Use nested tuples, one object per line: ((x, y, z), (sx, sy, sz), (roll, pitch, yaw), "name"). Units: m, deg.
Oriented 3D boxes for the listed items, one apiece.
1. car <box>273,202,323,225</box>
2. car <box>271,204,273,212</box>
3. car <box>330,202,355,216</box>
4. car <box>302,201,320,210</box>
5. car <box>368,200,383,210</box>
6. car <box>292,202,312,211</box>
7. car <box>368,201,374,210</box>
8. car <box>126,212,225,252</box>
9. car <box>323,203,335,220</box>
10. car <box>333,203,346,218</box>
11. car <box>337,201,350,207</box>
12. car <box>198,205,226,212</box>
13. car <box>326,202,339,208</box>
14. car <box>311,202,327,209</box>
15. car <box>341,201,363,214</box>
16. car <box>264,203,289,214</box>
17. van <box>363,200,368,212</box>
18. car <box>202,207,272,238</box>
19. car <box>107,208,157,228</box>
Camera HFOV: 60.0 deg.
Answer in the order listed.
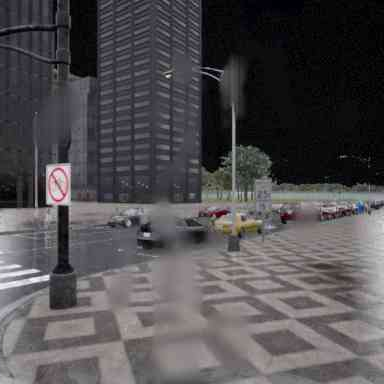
((9.242, 1.790, 28.685), (2.192, 1.841, 5.009), (-1, -2, 35), "car")
((8.858, 2.208, 42.824), (2.008, 1.369, 4.403), (-1, -2, 35), "car")
((19.072, 2.303, 42.465), (1.887, 1.381, 4.507), (-1, -2, 35), "car")
((21.963, 2.474, 61.206), (1.967, 1.590, 4.097), (-1, -2, 35), "car")
((35.455, 2.538, 65.448), (2.192, 1.841, 5.009), (-1, -2, 35), "car")
((18.687, 2.492, 56.609), (2.008, 1.369, 4.403), (-1, -2, 35), "car")
((28.903, 2.591, 56.251), (2.008, 1.369, 4.403), (-1, -2, 35), "car")
((-0.585, 1.773, 14.893), (1.947, 1.339, 4.313), (-1, -2, 35), "car")
((12.519, 2.113, 33.274), (1.887, 1.381, 4.507), (-1, -2, 35), "car")
((15.800, 2.245, 37.874), (1.802, 1.307, 4.206), (-1, -2, 36), "car")
((38.346, 3.036, 84.180), (2.008, 1.369, 4.403), (-1, -1, 35), "car")
((2.307, 2.014, 33.634), (1.887, 1.381, 4.507), (-1, -2, 35), "car")
((31.793, 2.889, 74.989), (1.802, 1.307, 4.206), (-1, -2, 35), "car")
((25.240, 2.671, 65.799), (1.887, 1.381, 4.507), (-1, -2, 35), "car")
((22.349, 2.294, 47.063), (1.967, 1.590, 4.097), (-1, -2, 35), "car")
((12.134, 2.303, 47.418), (2.008, 1.369, 4.403), (-1, -2, 35), "car")
((25.625, 2.288, 51.660), (1.690, 1.788, 3.998), (-1, -2, 35), "van")
((2.789, 1.823, 19.627), (1.752, 1.417, 4.829), (-1, -2, 35), "car")
((-4.245, 1.840, 24.443), (2.008, 1.369, 4.403), (-1, -1, 35), "car")
